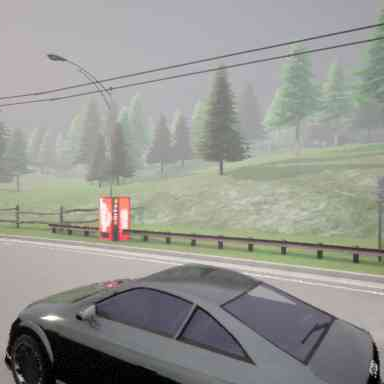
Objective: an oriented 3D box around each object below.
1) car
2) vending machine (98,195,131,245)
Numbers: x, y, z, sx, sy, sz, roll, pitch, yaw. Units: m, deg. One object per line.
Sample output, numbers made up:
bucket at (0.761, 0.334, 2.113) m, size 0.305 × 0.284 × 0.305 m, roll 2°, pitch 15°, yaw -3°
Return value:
car at (-0.221, 1.565, 3.758) m, size 4.181 × 1.385 × 1.994 m, roll 0°, pitch 0°, yaw 34°
vending machine at (-3.417, 1.195, 14.712) m, size 0.880 × 2.100 × 1.100 m, roll 0°, pitch 0°, yaw 29°
